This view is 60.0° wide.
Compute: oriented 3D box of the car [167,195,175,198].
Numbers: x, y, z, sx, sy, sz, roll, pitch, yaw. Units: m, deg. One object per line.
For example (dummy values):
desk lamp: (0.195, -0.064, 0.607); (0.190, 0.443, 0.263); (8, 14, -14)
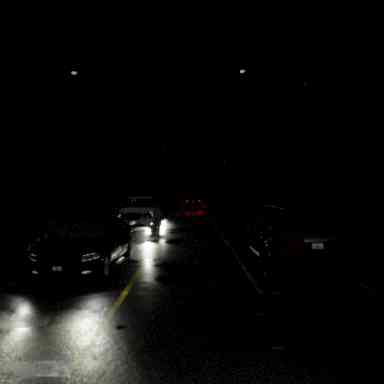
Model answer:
car: (-5.610, 1.594, 75.198); (1.967, 1.590, 4.097); (0, 0, 0)

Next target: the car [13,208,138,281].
car: (-3.087, 1.487, 10.122); (1.882, 1.535, 5.008); (0, 0, 0)

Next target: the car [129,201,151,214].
car: (-5.691, 1.659, 36.999); (1.802, 1.307, 4.206); (0, 0, 0)

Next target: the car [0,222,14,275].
car: (-5.750, 1.595, 9.714); (1.947, 1.339, 4.313); (0, 0, 0)

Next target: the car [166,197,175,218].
car: (-3.032, 1.536, 30.633); (2.128, 1.511, 4.902); (0, 0, 0)

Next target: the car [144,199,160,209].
car: (-5.667, 1.678, 47.913); (1.802, 1.307, 4.206); (0, 0, 0)

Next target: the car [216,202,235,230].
car: (2.799, 1.548, 20.617); (1.947, 1.339, 4.313); (0, 0, 0)

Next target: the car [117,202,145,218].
car: (-5.703, 1.649, 31.542); (1.802, 1.307, 4.206); (0, 0, 0)

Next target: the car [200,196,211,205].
car: (2.476, 1.561, 60.361); (1.837, 1.490, 4.892); (0, 0, 0)

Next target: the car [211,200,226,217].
car: (2.810, 1.542, 26.074); (2.008, 1.369, 4.403); (0, 0, 0)

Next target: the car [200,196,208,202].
car: (2.928, 1.626, 80.809); (1.752, 1.417, 4.829); (0, 0, 0)

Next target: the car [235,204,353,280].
car: (2.773, 1.278, 9.705); (2.192, 1.841, 5.009); (0, 0, 0)

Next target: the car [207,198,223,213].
car: (2.822, 1.552, 31.531); (2.008, 1.369, 4.403); (0, 0, 0)

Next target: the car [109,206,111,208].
car: (-5.715, 1.608, 26.085); (2.008, 1.369, 4.403); (0, 0, 0)

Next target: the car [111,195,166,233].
car: (-3.066, 1.248, 20.189); (2.150, 2.045, 5.566); (0, 0, 0)

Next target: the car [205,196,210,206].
car: (2.833, 1.451, 36.987); (1.967, 1.590, 4.097); (0, 0, 0)

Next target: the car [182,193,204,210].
car: (0.184, 1.265, 43.902); (2.150, 2.045, 5.566); (0, 0, 0)

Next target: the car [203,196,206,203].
car: (2.845, 1.460, 42.444); (1.967, 1.590, 4.097); (0, 0, 0)

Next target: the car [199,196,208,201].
car: (2.940, 1.679, 86.096); (1.947, 1.339, 4.313); (0, 0, 0)
